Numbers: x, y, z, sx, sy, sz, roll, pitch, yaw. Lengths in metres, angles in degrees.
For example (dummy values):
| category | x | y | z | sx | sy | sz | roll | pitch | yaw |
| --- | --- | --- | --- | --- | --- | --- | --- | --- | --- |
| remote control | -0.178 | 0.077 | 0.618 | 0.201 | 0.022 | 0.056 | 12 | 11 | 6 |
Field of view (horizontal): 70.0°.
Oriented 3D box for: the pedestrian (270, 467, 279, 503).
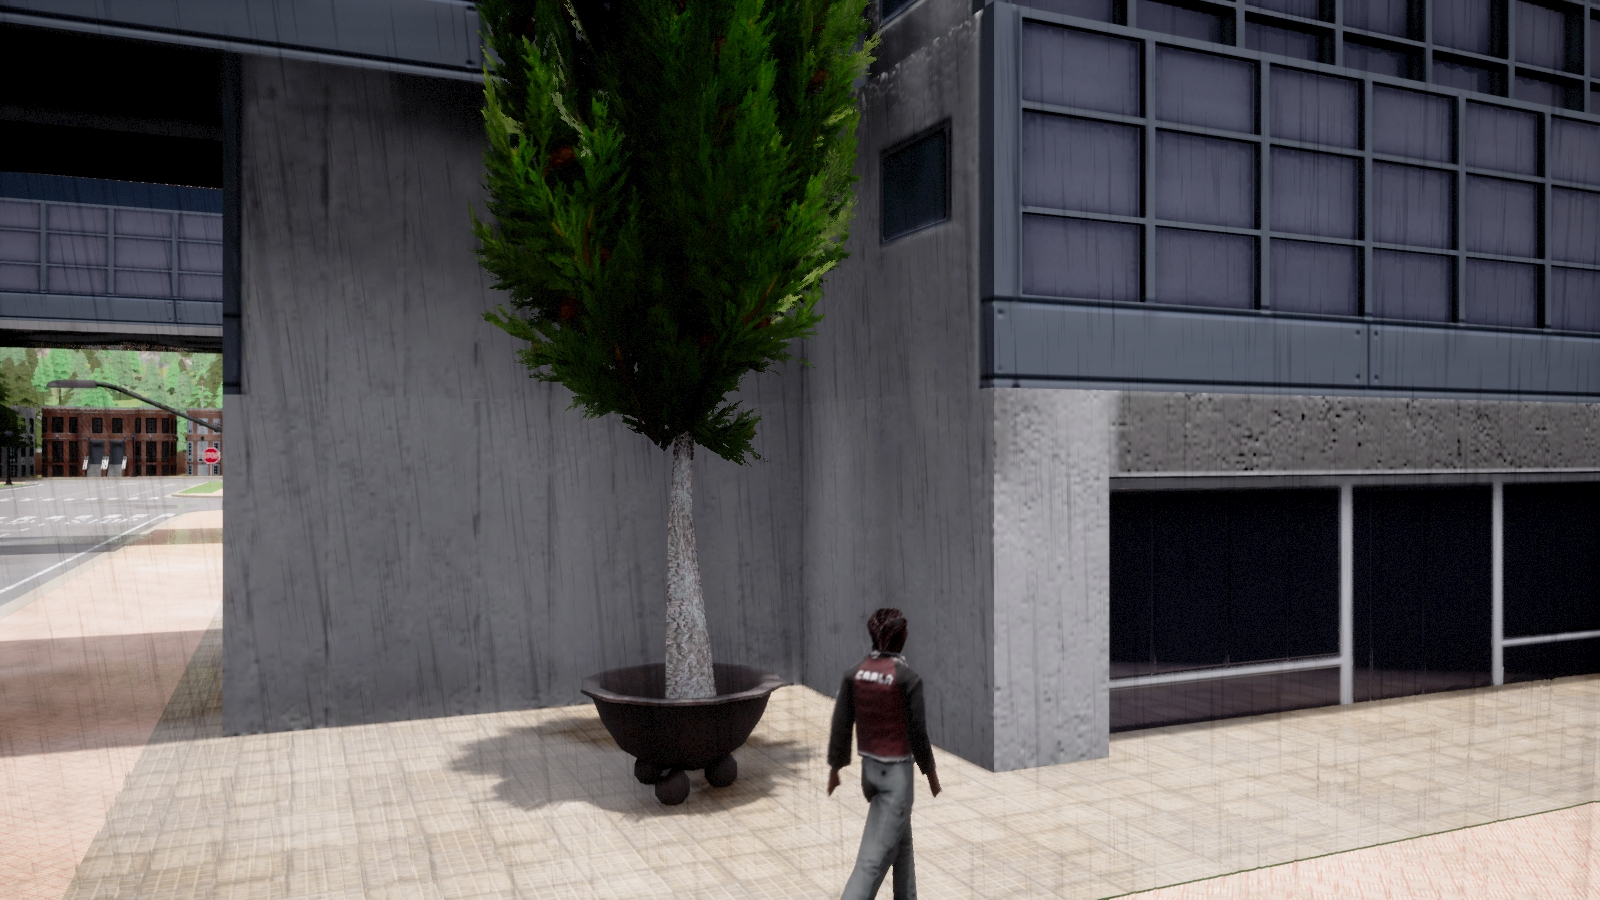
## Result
| category | x | y | z | sx | sy | sz | roll | pitch | yaw |
| --- | --- | --- | --- | --- | --- | --- | --- | --- | --- |
| pedestrian | -27.925 | 1.848 | 60.672 | 0.375 | 1.860 | 0.375 | 0 | 0 | -17 |

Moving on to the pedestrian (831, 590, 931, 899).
| category | x | y | z | sx | sy | sz | roll | pitch | yaw |
| --- | --- | --- | --- | --- | --- | --- | --- | --- | --- |
| pedestrian | 0.427 | 1.698 | 6.003 | 0.375 | 1.860 | 0.375 | 0 | 0 | 42 |

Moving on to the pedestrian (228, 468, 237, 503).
| category | x | y | z | sx | sy | sz | roll | pitch | yaw |
| --- | --- | --- | --- | --- | --- | --- | --- | --- | --- |
| pedestrian | -29.606 | 1.849 | 59.592 | 0.375 | 1.860 | 0.375 | 0 | 0 | -23 |
